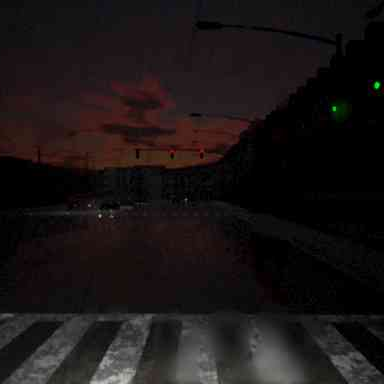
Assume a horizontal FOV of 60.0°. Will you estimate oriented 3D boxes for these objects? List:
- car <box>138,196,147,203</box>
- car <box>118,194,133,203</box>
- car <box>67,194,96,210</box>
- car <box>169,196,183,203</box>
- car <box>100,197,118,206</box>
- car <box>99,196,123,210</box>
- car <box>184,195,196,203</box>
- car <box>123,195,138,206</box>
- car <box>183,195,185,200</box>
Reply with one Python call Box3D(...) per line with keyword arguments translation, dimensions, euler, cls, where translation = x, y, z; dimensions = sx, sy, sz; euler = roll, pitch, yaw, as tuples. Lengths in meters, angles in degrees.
Box3D(translation=(-10.528, 1.590, 68.684), dimensions=(2.033, 1.411, 5.357), euler=(0, 0, 0), cls="car")
Box3D(translation=(-14.029, 1.407, 70.474), dimensions=(2.097, 1.767, 4.553), euler=(0, 0, 0), cls="car")
Box3D(translation=(-14.101, 1.253, 42.828), dimensions=(2.150, 2.045, 5.566), euler=(0, 0, 1), cls="car")
Box3D(translation=(-3.547, 1.647, 73.181), dimensions=(1.895, 1.301, 4.718), euler=(0, 0, -3), cls="car")
Box3D(translation=(-14.068, 1.547, 56.722), dimensions=(1.837, 1.490, 4.892), euler=(0, 0, 1), cls="car")
Box3D(translation=(-10.597, 1.557, 43.032), dimensions=(1.812, 1.442, 4.674), euler=(0, 0, 0), cls="car")
Box3D(translation=(-0.058, 1.573, 74.120), dimensions=(2.128, 1.511, 4.902), euler=(0, 0, -3), cls="car")
Box3D(translation=(-10.580, 1.641, 54.570), dimensions=(1.895, 1.301, 4.718), euler=(0, 0, 0), cls="car")
Box3D(translation=(-1.316, 1.452, 84.200), dimensions=(2.128, 1.511, 4.902), euler=(0, 0, -17), cls="car")
